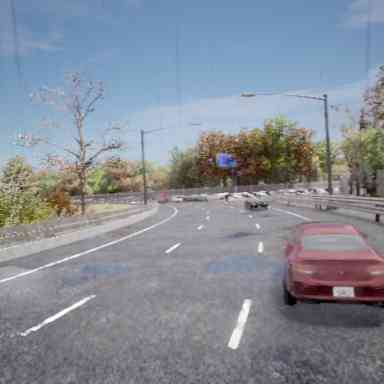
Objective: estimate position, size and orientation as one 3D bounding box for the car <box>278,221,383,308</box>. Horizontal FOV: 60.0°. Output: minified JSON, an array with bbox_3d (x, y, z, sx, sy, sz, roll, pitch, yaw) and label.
[{"bbox_3d":[2.956,1.371,7.443,1.812,1.442,4.674,-3,0,15],"label":"car"}]

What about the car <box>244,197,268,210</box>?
[{"bbox_3d":[6.856,1.242,36.130,1.895,1.301,4.718,-3,0,0],"label":"car"}]

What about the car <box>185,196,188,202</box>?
[{"bbox_3d":[-0.730,1.559,77.446,2.128,1.511,4.902,-3,0,-22],"label":"car"}]

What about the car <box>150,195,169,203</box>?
[{"bbox_3d":[-7.394,1.933,75.319,1.994,1.385,4.181,-3,0,-22],"label":"car"}]

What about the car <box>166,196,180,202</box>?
[{"bbox_3d":[-5.133,1.787,87.426,1.812,1.442,4.674,-3,0,-29],"label":"car"}]

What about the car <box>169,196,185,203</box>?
[{"bbox_3d":[-3.813,1.790,75.724,1.895,1.301,4.718,-3,0,-22],"label":"car"}]

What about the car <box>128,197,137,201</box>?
[{"bbox_3d":[-16.267,2.209,93.049,1.994,1.385,4.181,-3,0,-34],"label":"car"}]

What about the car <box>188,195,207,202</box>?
[{"bbox_3d":[1.596,1.453,70.826,2.033,1.411,5.357,-3,0,-18],"label":"car"}]

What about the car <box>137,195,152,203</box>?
[{"bbox_3d":[-11.384,1.813,84.252,2.150,2.045,5.566,-3,0,-29],"label":"car"}]
